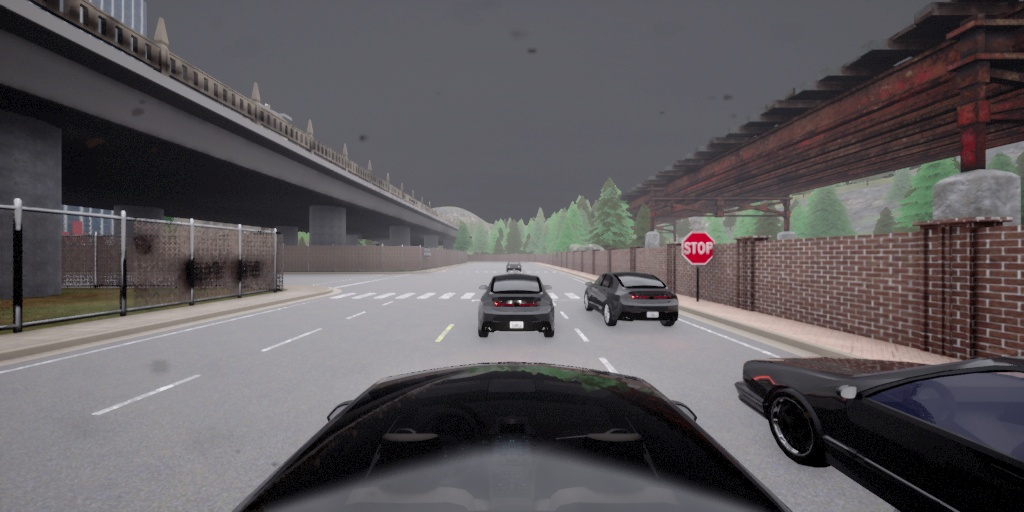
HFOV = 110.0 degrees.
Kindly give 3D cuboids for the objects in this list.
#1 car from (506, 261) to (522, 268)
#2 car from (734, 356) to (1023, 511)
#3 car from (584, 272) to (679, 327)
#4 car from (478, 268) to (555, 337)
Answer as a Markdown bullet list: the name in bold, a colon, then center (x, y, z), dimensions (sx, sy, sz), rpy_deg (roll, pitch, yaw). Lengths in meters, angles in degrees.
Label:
- **car**: center (0.233, 1.347, 45.611), dimensions (1.895, 1.301, 4.718), rpy_deg (0, 0, 0)
- **car**: center (3.600, 1.297, 1.839), dimensions (2.033, 1.411, 5.357), rpy_deg (0, 0, 0)
- **car**: center (3.609, 1.254, 11.585), dimensions (1.837, 1.490, 4.892), rpy_deg (0, 0, 0)
- **car**: center (0.106, 1.254, 10.229), dimensions (1.837, 1.490, 4.892), rpy_deg (0, 0, 0)
